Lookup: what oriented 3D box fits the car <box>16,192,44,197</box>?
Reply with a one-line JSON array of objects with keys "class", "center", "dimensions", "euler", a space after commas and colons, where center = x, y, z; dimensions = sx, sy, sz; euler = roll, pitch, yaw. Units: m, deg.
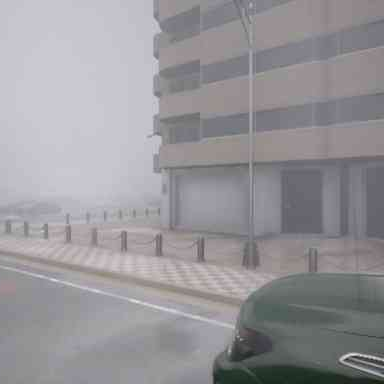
[{"class": "car", "center": [-35.725, 1.207, 73.103], "dimensions": [1.932, 1.855, 4.605], "euler": [0, 0, 35]}]

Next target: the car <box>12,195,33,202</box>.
[{"class": "car", "center": [-38.058, 1.418, 74.821], "dimensions": [1.784, 1.438, 3.905], "euler": [0, 0, 35]}]

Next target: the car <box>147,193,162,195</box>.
[{"class": "car", "center": [-7.255, 1.208, 74.491], "dimensions": [1.932, 1.855, 4.605], "euler": [0, 0, 35]}]

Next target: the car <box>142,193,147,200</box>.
[{"class": "car", "center": [-9.592, 1.210, 76.199], "dimensions": [1.905, 1.878, 3.866], "euler": [0, 0, 35]}]

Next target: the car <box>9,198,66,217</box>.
[{"class": "car", "center": [-15.104, 1.617, 32.732], "dimensions": [1.994, 1.385, 4.181], "euler": [0, 0, 35]}]

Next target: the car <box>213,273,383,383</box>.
[{"class": "car", "center": [2.835, 1.222, 1.982], "dimensions": [5.566, 2.045, 2.150], "euler": [0, 0, 36]}]

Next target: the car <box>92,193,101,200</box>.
[{"class": "car", "center": [-25.669, 1.210, 87.450], "dimensions": [1.905, 1.878, 3.866], "euler": [0, 0, 35]}]

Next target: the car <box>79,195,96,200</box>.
[{"class": "car", "center": [-28.032, 1.449, 89.124], "dimensions": [1.970, 1.475, 3.806], "euler": [0, 0, 35]}]

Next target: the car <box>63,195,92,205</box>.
[{"class": "car", "center": [-21.847, 1.450, 63.463], "dimensions": [1.970, 1.475, 3.806], "euler": [0, 0, 35]}]

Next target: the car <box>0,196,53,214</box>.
[{"class": "car", "center": [-17.773, 1.546, 35.023], "dimensions": [2.128, 1.511, 4.902], "euler": [0, 0, 35]}]

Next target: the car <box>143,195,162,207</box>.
[{"class": "car", "center": [-5.188, 1.618, 53.032], "dimensions": [1.994, 1.385, 4.181], "euler": [0, 0, 35]}]
